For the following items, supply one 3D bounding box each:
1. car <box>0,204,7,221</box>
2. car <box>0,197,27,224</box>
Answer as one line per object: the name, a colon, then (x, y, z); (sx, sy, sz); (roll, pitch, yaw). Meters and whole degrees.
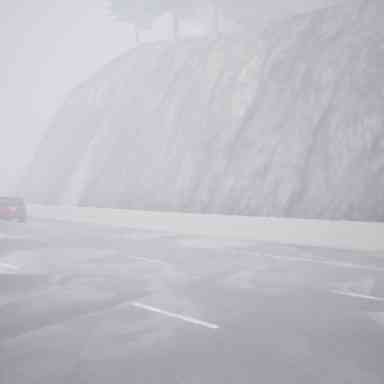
car: (-12.854, 1.594, 19.222); (4.902, 1.511, 2.128); (0, -1, 43)
car: (-14.695, 1.376, 25.766); (2.150, 2.045, 5.566); (1, -1, -45)
